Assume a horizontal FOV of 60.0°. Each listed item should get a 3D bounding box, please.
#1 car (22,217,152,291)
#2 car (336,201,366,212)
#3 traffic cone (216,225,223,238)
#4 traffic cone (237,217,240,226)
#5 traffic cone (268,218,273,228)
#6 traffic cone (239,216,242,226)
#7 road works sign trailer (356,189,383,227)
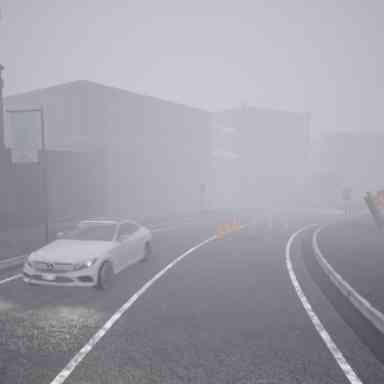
[{"bbox_3d":[-2.486,1.467,9.138,1.812,1.442,4.674,1,0,11],"label":"car"},{"bbox_3d":[20.873,1.861,43.514,4.181,1.385,1.994,2,3,-32],"label":"car"},{"bbox_3d":[1.351,1.912,16.196,0.340,0.580,0.340,2,1,17],"label":"traffic cone"},{"bbox_3d":[2.538,1.907,20.015,0.340,0.580,0.340,2,1,17],"label":"traffic cone"},{"bbox_3d":[5.032,1.975,21.330,0.340,0.580,0.340,2,1,17],"label":"traffic cone"},{"bbox_3d":[3.131,1.903,21.925,0.340,0.580,0.340,2,1,17],"label":"traffic cone"},{"bbox_3d":[11.351,1.178,20.514,2.880,2.380,3.560,-29,-17,31],"label":"road works sign trailer"}]
